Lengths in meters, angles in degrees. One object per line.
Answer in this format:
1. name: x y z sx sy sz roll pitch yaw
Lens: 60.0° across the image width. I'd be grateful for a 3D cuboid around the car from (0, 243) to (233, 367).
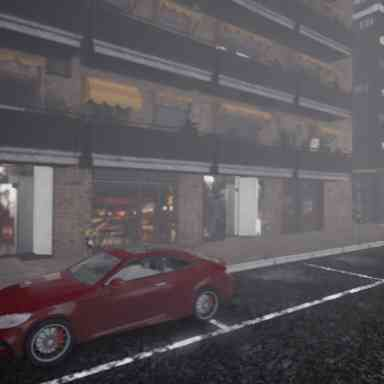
1. car: -1.142 1.603 5.742 4.206 1.307 1.802 1 0 -35
